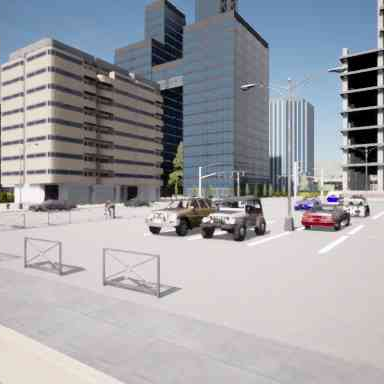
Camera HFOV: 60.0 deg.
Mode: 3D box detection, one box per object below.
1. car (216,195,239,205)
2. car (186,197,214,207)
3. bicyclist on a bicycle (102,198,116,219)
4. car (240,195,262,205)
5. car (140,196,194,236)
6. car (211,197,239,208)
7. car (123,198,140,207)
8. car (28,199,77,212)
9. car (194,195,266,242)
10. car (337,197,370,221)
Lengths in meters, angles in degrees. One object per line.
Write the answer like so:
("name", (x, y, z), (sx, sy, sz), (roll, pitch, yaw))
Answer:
("car", (6.330, 1.352, 58.795), (2.097, 1.767, 4.553), (0, 0, 34))
("car", (1.293, 1.491, 51.161), (2.128, 1.511, 4.902), (0, 0, 34))
("bicyclist on a bicycle", (-6.542, 1.302, 26.240), (1.656, 1.620, 0.582), (0, 0, 34))
("car", (10.365, 1.352, 58.368), (2.097, 1.767, 4.553), (0, 0, 34))
("car", (-0.296, 1.153, 17.291), (1.932, 1.855, 4.605), (0, 0, 34))
("car", (5.107, 1.547, 50.488), (2.033, 1.411, 5.357), (0, 0, 33))
("car", (-8.250, 1.564, 49.722), (1.994, 1.385, 4.181), (0, 0, 34))
("car", (-15.894, 1.547, 38.312), (2.033, 1.411, 5.357), (0, 0, 34))
("car", (2.074, 1.156, 15.629), (1.905, 1.878, 3.866), (0, 0, 34))
("car", (14.074, 1.395, 28.607), (1.970, 1.475, 3.806), (0, 0, 34))
